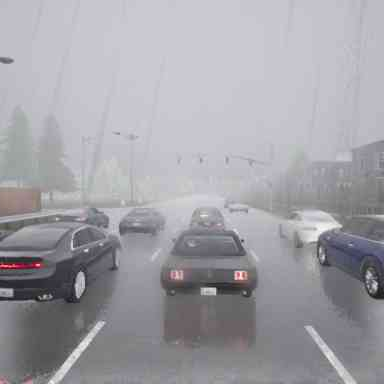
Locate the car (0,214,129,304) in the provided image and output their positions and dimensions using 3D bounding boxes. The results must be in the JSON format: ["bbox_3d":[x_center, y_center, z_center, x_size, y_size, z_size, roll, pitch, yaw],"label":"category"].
[{"bbox_3d":[-3.104,1.503,8.134,1.837,1.490,4.892,0,-1,2],"label":"car"}]

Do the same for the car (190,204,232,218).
[{"bbox_3d":[0.827,1.547,18.117,2.033,1.411,5.357,0,0,2],"label":"car"}]

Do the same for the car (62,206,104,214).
[{"bbox_3d":[-6.145,1.526,18.903,1.812,1.442,4.674,0,0,3],"label":"car"}]

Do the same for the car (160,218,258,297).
[{"bbox_3d":[0.417,1.601,8.535,1.895,1.301,4.718,0,0,2],"label":"car"}]

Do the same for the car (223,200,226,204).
[{"bbox_3d":[5.447,1.547,46.467,2.033,1.411,5.357,0,0,2],"label":"car"}]

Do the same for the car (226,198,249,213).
[{"bbox_3d":[5.069,1.601,36.577,1.895,1.301,4.718,0,0,3],"label":"car"}]

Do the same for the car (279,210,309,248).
[{"bbox_3d":[5.131,1.526,14.594,1.812,1.442,4.674,0,0,2],"label":"car"}]

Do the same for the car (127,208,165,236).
[{"bbox_3d":[-2.660,1.564,18.462,1.994,1.385,4.181,0,0,2],"label":"car"}]

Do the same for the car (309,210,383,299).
[{"bbox_3d":[4.872,1.351,8.570,2.097,1.767,4.553,0,0,2],"label":"car"}]
